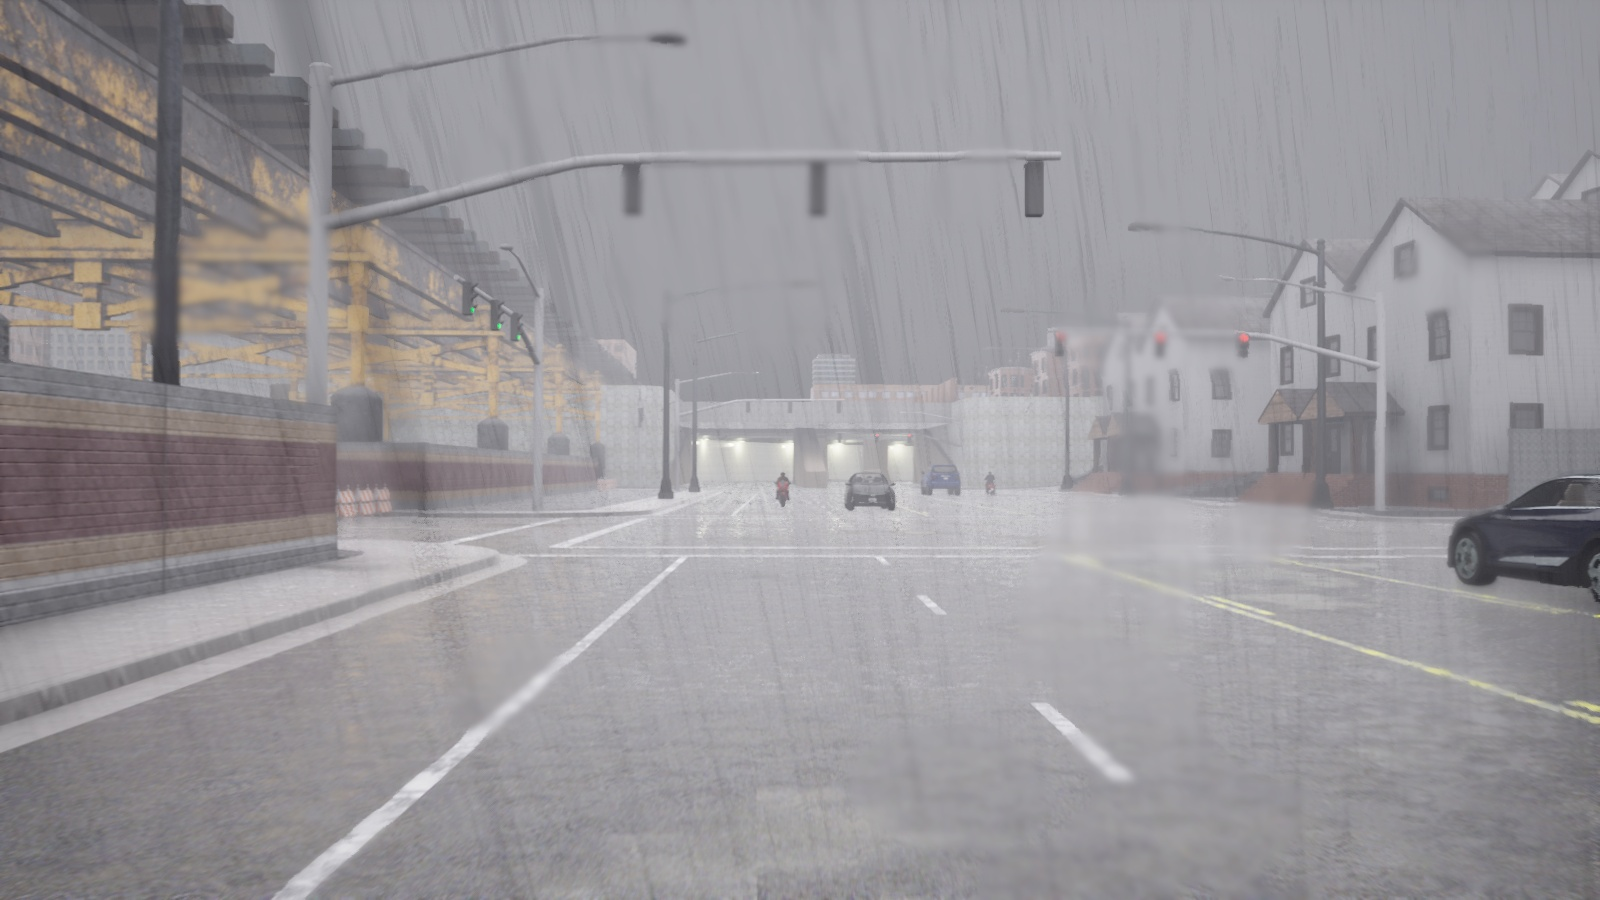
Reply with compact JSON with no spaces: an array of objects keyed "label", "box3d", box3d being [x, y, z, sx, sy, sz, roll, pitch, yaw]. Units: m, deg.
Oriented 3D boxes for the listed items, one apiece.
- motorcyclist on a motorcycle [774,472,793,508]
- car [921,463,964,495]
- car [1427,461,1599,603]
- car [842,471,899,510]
[{"label":"motorcyclist on a motorcycle","box3d":[-0.691,1.694,53.520,0.797,1.523,2.044,0,-1,-1]},{"label":"car","box3d":[9.431,1.897,83.802,2.150,2.045,5.566,0,-1,-1]},{"label":"car","box3d":[10.278,0.973,16.066,2.033,1.649,4.856,0,-1,-1]},{"label":"car","box3d":[2.836,1.608,51.305,2.007,1.525,4.514,0,-1,-1]}]
